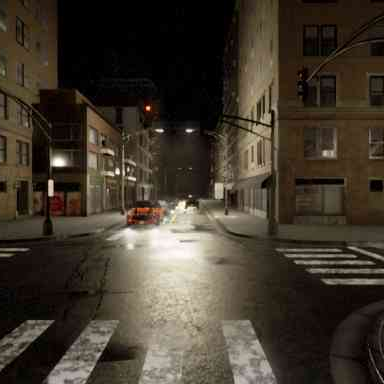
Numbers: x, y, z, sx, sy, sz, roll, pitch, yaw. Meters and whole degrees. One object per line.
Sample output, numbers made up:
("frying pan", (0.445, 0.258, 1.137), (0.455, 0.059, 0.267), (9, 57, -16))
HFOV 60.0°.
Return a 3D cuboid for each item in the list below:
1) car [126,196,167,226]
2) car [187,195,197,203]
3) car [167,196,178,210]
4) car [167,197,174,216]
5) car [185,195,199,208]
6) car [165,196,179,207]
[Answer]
("car", (-3.140, 1.338, 23.033), (2.097, 1.767, 4.553), (0, 0, 0))
("car", (-0.035, 1.427, 69.671), (2.128, 1.511, 4.902), (0, 0, 0))
("car", (-3.171, 1.318, 42.273), (2.097, 1.767, 4.553), (0, 0, 0))
("car", (-3.159, 1.524, 32.488), (2.033, 1.411, 5.357), (0, 0, 0))
("car", (0.011, 1.452, 46.362), (2.128, 1.511, 4.902), (0, 0, 0))
("car", (-3.158, 1.432, 52.629), (1.882, 1.535, 5.008), (0, 0, 0))
